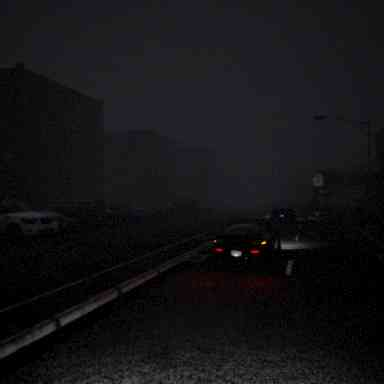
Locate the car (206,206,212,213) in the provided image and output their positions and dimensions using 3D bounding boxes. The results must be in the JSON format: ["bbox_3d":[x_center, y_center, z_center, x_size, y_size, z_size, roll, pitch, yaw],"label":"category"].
[{"bbox_3d":[-0.120,2.239,46.186,4.674,1.452,2.002,0,-1,19],"label":"car"}]

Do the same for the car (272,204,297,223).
[{"bbox_3d":[8.010,1.795,28.856,1.882,1.535,5.008,0,-1,19],"label":"car"}]

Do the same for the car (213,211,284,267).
[{"bbox_3d":[2.035,1.622,11.764,1.812,1.442,4.674,0,-1,19],"label":"car"}]

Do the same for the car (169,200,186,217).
[{"bbox_3d":[-3.651,1.964,35.748,5.008,1.535,2.097,0,-1,19],"label":"car"}]

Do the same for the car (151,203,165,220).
[{"bbox_3d":[-5.432,1.869,30.532,4.892,1.521,2.231,0,-1,19],"label":"car"}]

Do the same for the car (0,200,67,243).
[{"bbox_3d":[-9.825,1.440,17.472,5.566,2.045,2.435,0,-1,19],"label":"car"}]

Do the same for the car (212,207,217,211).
[{"bbox_3d":[0.945,2.263,48.737,5.366,1.575,1.946,0,-2,19],"label":"car"}]

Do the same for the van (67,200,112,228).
[{"bbox_3d":[-8.151,1.528,22.856,4.442,1.987,1.878,0,-1,19],"label":"van"}]

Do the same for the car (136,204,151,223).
[{"bbox_3d":[-6.282,1.855,27.910,4.792,1.488,2.163,0,-1,19],"label":"car"}]

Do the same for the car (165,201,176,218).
[{"bbox_3d":[-4.546,1.915,33.142,4.892,1.521,2.231,0,-1,19],"label":"car"}]

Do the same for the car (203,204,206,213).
[{"bbox_3d":[-0.971,2.009,43.570,4.553,1.767,2.185,0,-1,19],"label":"car"}]

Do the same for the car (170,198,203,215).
[{"bbox_3d":[-1.914,1.823,40.984,5.566,2.045,2.435,0,-1,19],"label":"car"}]

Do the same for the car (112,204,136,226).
[{"bbox_3d":[-7.201,1.786,25.313,5.008,1.535,2.097,0,-1,19],"label":"car"}]

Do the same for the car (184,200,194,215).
[{"bbox_3d":[-2.776,2.017,38.361,5.008,1.535,2.097,0,-1,19],"label":"car"}]

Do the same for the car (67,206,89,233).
[{"bbox_3d":[-8.968,1.760,20.092,4.674,1.452,2.002,0,-1,19],"label":"car"}]
